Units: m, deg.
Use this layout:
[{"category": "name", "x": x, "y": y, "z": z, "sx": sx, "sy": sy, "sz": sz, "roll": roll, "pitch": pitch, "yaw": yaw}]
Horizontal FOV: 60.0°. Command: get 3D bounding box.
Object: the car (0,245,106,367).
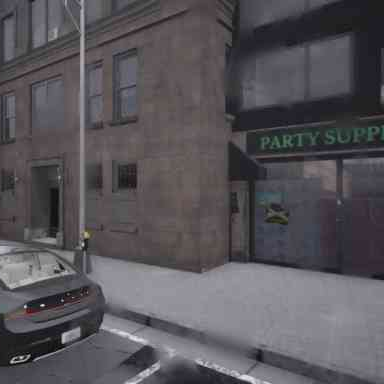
[{"category": "car", "x": -3.282, "y": 1.551, "z": 5.416, "sx": 4.403, "sy": 1.369, "sz": 2.008, "roll": 0, "pitch": 0, "yaw": 35}]
